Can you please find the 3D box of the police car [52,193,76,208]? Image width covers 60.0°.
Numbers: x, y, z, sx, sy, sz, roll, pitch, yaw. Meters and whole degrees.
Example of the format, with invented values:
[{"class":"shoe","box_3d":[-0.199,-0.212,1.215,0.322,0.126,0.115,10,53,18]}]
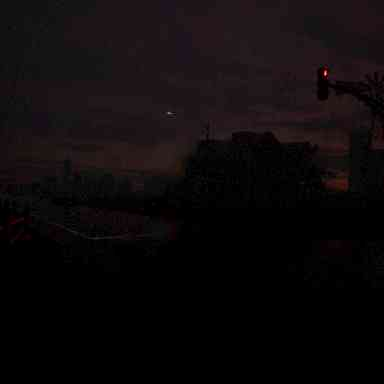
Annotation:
[{"class":"police car","box_3d":[-15.177,0.934,39.261,1.930,1.638,5.238,1,0,-35]}]
